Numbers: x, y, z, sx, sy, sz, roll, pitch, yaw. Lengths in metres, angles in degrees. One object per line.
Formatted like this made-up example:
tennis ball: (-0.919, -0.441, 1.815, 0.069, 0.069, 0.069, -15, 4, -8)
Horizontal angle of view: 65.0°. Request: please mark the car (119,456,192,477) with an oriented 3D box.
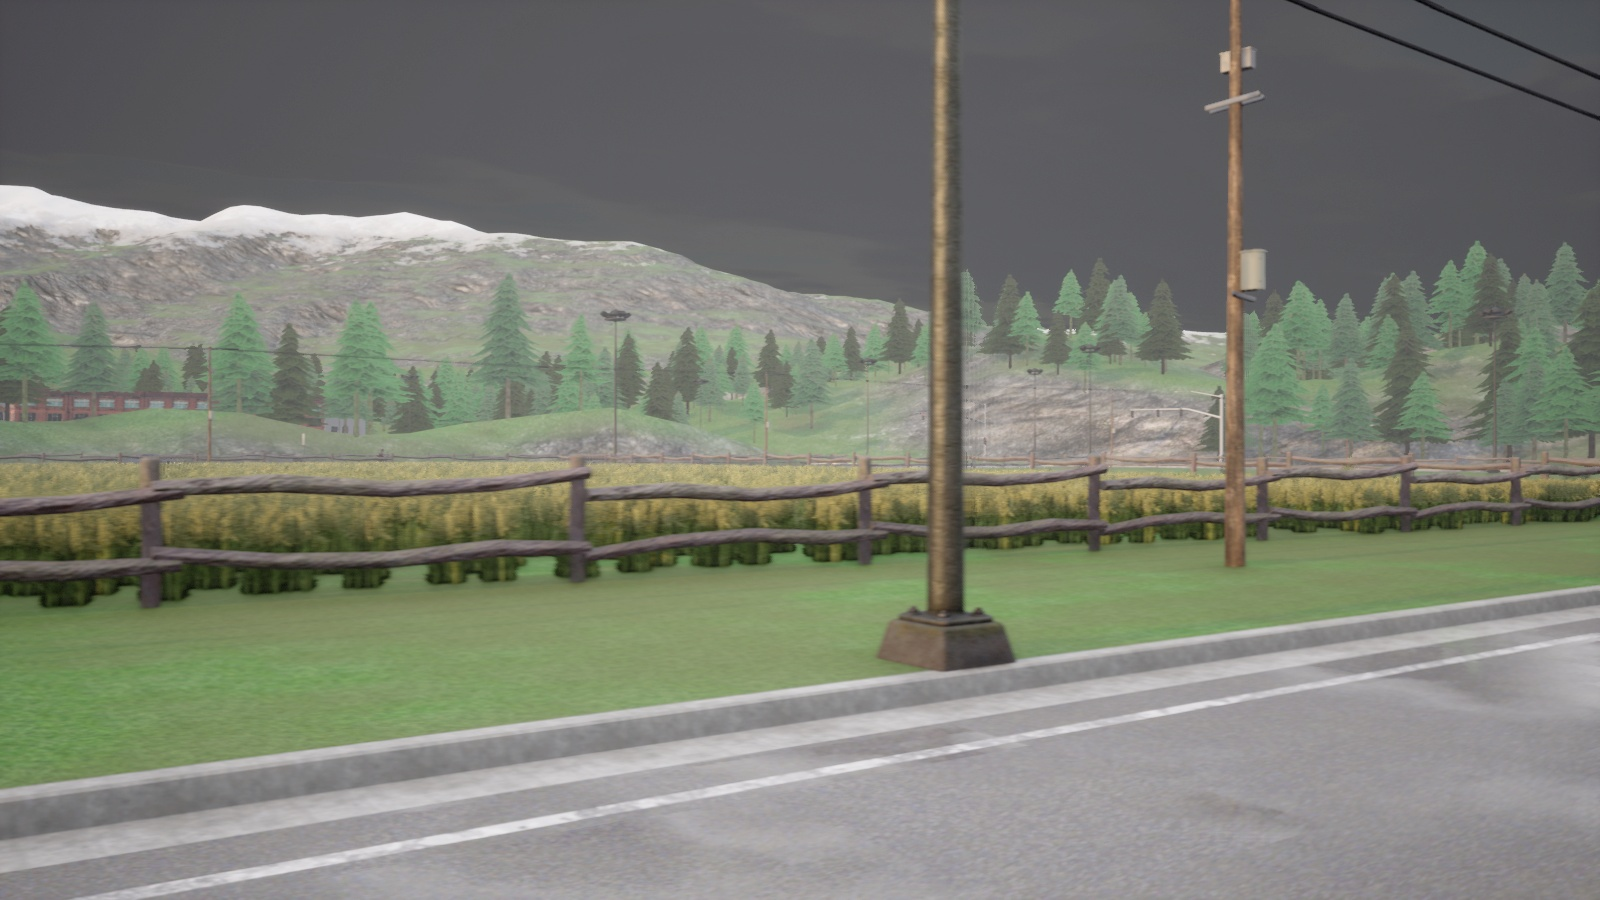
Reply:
car: (-44.267, 1.114, 86.257, 4.181, 1.385, 1.994, 0, 0, -35)
